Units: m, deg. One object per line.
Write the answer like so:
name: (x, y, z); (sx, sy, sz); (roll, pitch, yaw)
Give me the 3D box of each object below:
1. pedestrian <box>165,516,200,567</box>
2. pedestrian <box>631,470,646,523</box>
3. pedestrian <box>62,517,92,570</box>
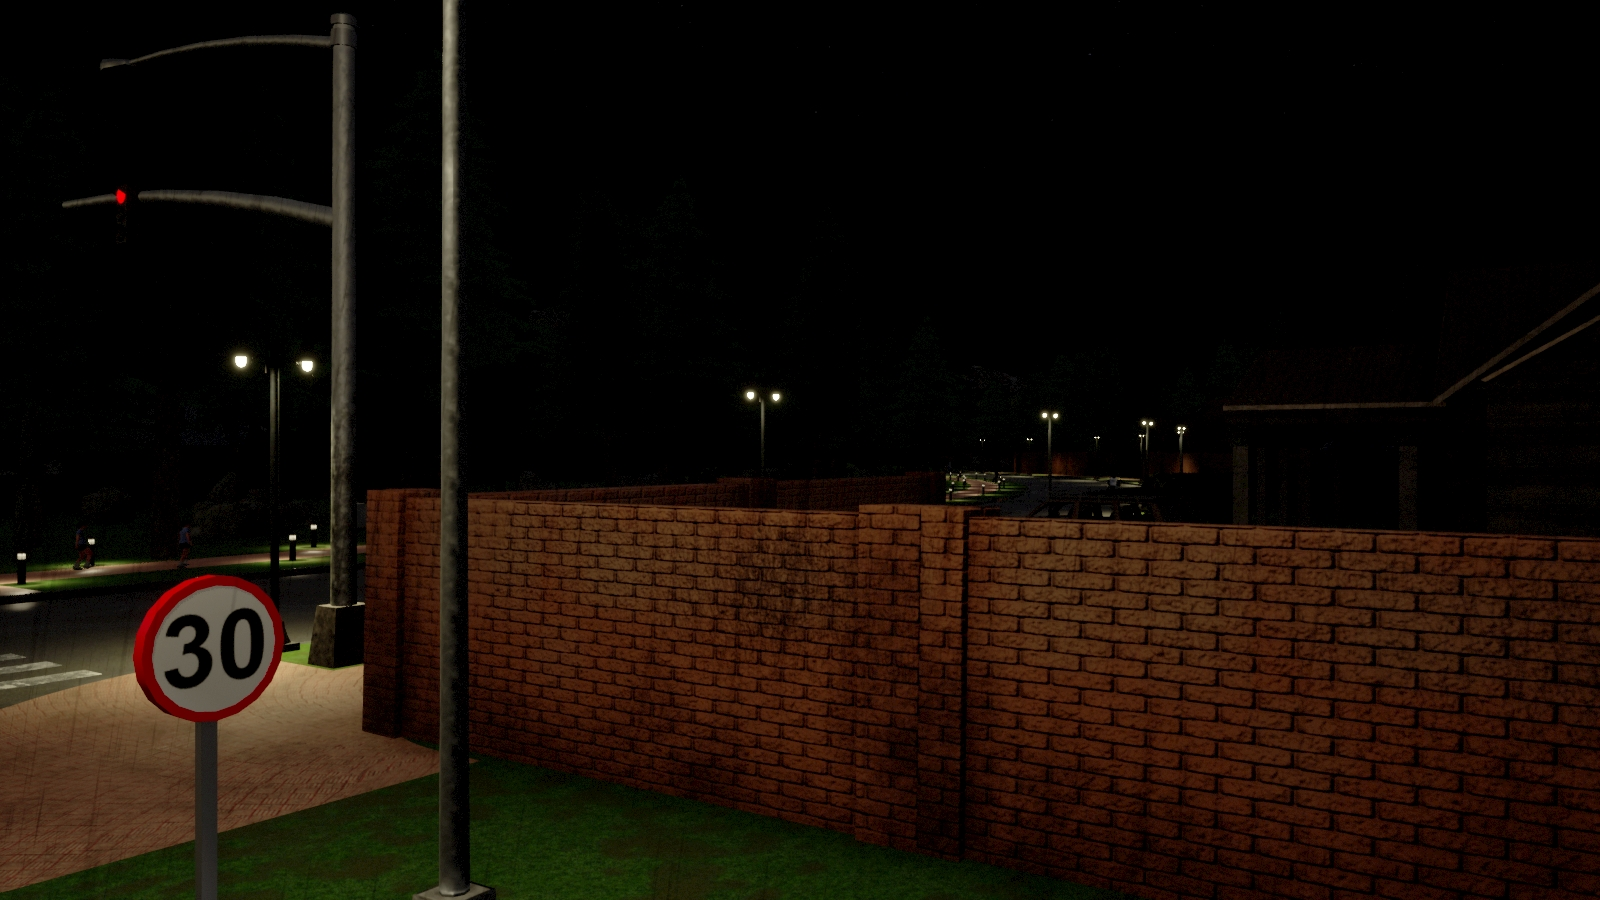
pedestrian: (-13.812, 2.044, 25.571); (0.500, 1.100, 0.500); (0, 0, 32)
pedestrian: (-5.752, 1.662, 40.681); (0.375, 1.860, 0.375); (0, 0, 39)
pedestrian: (-15.804, 2.044, 24.968); (0.500, 1.100, 0.500); (0, 0, -40)
